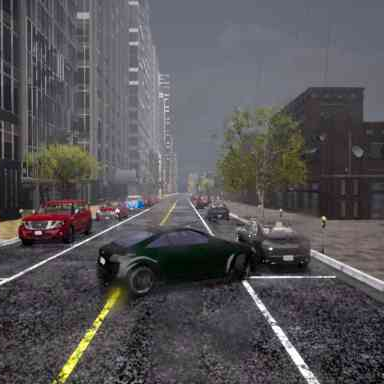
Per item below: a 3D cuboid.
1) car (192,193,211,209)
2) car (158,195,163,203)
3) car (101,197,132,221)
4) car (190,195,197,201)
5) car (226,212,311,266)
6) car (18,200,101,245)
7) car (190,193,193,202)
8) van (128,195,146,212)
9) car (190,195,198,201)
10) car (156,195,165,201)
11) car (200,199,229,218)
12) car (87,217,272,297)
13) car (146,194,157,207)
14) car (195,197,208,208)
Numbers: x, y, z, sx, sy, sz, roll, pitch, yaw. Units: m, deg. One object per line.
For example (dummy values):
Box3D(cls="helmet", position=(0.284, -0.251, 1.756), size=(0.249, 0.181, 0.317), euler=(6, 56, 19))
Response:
Box3D(cls="car", position=(1.535, 1.301, 44.367), size=(2.192, 1.841, 5.009), euler=(-1, 0, -2))
Box3D(cls="car", position=(-7.425, 1.522, 66.287), size=(1.887, 1.381, 4.507), euler=(-1, 0, -2))
Box3D(cls="car", position=(-6.394, 1.432, 26.829), size=(1.967, 1.590, 4.097), euler=(-1, 0, -2))
Box3D(cls="car", position=(0.368, 1.551, 88.628), size=(1.802, 1.307, 4.206), euler=(-1, 0, -2))
Box3D(cls="car", position=(2.547, 1.548, 11.175), size=(2.008, 1.369, 4.403), euler=(-1, 0, -2))
Box3D(cls="car", position=(-6.193, 1.310, 15.761), size=(2.192, 1.841, 5.009), euler=(-1, 0, -2))
Box3D(cls="car", position=(0.803, 1.291, 72.030), size=(2.192, 1.841, 5.009), euler=(-1, 0, -2))
Box3D(cls="van", position=(-6.696, 1.329, 38.622), size=(1.690, 1.788, 3.998), euler=(-1, 0, -2))
Box3D(cls="car", position=(0.514, 1.537, 83.095), size=(1.947, 1.339, 4.313), euler=(-1, 0, -2))
Box3D(cls="car", position=(-7.860, 1.497, 82.715), size=(1.752, 1.417, 4.829), euler=(-1, 0, -2))
Box3D(cls="car", position=(2.009, 1.543, 27.034), size=(2.008, 1.369, 4.403), euler=(-1, 0, -2))
Box3D(cls="car", position=(-0.289, 1.557, 8.602), size=(4.181, 1.385, 1.994), euler=(0, 0, -29))
Box3D(cls="car", position=(-6.988, 1.299, 49.688), size=(2.192, 1.841, 5.009), euler=(-1, 0, -2))
Box3D(cls="car", position=(1.388, 1.509, 50.070), size=(1.752, 1.417, 4.829), euler=(-1, 0, -2))
